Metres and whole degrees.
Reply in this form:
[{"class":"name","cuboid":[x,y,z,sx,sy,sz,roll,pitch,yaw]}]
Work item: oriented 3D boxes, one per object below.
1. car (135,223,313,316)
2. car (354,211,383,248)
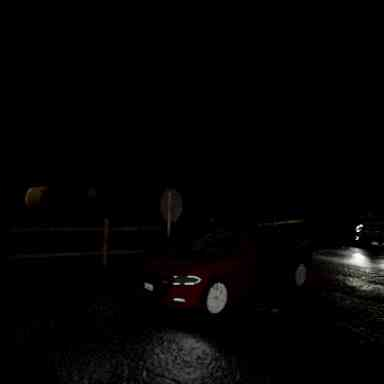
[{"class":"car","cuboid":[1.011,1.545,7.888,5.008,1.535,1.882,2,0,-44]},{"class":"car","cuboid":[9.651,1.734,16.114,4.553,1.767,2.097,2,0,-44]}]
